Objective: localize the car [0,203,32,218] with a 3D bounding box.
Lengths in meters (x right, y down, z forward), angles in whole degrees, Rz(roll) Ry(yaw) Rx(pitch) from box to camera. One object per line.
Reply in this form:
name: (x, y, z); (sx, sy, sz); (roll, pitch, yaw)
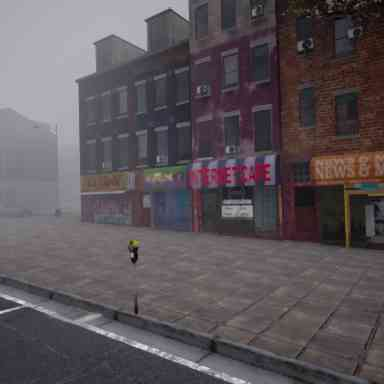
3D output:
car: (-16.249, 1.631, 28.974); (1.994, 1.385, 4.181); (-2, -1, 36)
